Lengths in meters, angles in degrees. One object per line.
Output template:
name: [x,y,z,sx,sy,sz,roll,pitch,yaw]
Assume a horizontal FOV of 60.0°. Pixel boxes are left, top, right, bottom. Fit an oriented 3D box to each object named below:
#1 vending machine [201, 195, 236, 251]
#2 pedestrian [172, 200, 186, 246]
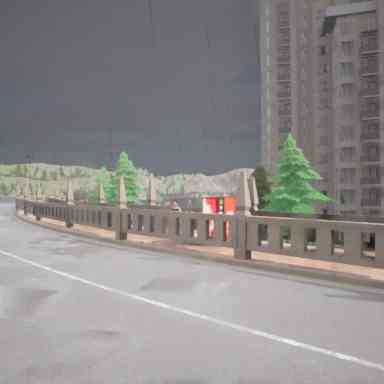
vending machine: [1.072,1.186,13.209,0.880,2.100,1.100,-1,0,41]
pedestrian: [-0.610,1.132,12.854,0.375,1.860,0.375,-1,-1,42]
